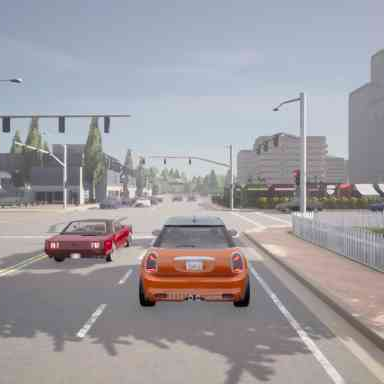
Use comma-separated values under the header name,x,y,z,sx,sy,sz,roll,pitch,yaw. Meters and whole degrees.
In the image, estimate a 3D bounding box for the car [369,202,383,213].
name,x,y,z,sx,sy,sz,roll,pitch,yaw
car,21.364,1.478,35.058,5.008,1.535,1.882,0,0,-2

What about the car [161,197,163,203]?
name,x,y,z,sx,sy,sz,roll,pitch,yaw
car,-7.033,1.595,68.982,1.895,1.301,4.718,0,0,0

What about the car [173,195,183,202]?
name,x,y,z,sx,sy,sz,roll,pitch,yaw
car,-3.537,1.513,77.796,1.812,1.442,4.674,0,0,0

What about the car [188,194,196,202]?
name,x,y,z,sx,sy,sz,roll,pitch,yaw
car,-0.037,1.531,77.479,2.033,1.411,5.357,0,0,0

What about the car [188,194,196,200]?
name,x,y,z,sx,sy,sz,roll,pitch,yaw
car,-0.041,1.398,87.754,2.128,1.511,4.902,0,0,0

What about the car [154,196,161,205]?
name,x,y,z,sx,sy,sz,roll,pitch,yaw
car,-7.101,1.506,58.984,1.837,1.490,4.892,0,0,0

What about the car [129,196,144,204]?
name,x,y,z,sx,sy,sz,roll,pitch,yaw
car,-10.579,1.564,63.647,1.994,1.385,4.181,0,0,1

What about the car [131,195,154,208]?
name,x,y,z,sx,sy,sz,roll,pitch,yaw
car,-7.112,1.525,48.285,1.812,1.442,4.674,0,0,0

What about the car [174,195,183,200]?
name,x,y,z,sx,sy,sz,roll,pitch,yaw
car,-3.541,1.425,87.751,1.994,1.385,4.181,0,0,0

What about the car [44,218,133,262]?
name,x,y,z,sx,sy,sz,roll,pitch,yaw
car,-3.422,1.601,12.037,1.895,1.301,4.718,0,0,0

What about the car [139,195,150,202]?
name,x,y,z,sx,sy,sz,roll,pitch,yaw
car,-10.535,1.500,73.986,1.837,1.490,4.892,0,0,0

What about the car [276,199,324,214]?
name,x,y,z,sx,sy,sz,roll,pitch,yaw
car,11.255,1.492,34.804,4.902,1.511,2.128,0,0,-1

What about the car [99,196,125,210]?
name,x,y,z,sx,sy,sz,roll,pitch,yaw
car,-10.615,1.351,43.421,2.097,1.767,4.553,0,0,0

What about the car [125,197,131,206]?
name,x,y,z,sx,sy,sz,roll,pitch,yaw
car,-10.614,1.564,53.129,1.994,1.385,4.181,0,0,0

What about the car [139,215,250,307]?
name,x,y,z,sx,sy,sz,roll,pitch,yaw
car,0.060,1.352,8.143,2.097,1.767,4.553,0,0,0
